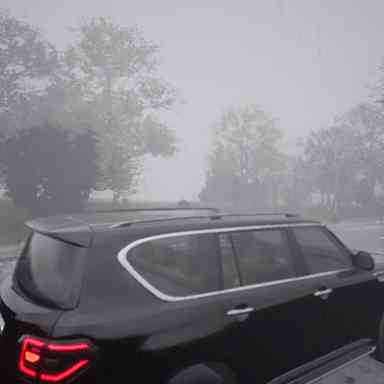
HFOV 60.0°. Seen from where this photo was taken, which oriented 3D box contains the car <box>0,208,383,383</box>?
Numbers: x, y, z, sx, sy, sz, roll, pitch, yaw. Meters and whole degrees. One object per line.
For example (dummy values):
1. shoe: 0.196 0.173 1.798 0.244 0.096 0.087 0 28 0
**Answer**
1. car: 0.654 1.229 4.182 5.566 2.045 2.150 0 0 -35
